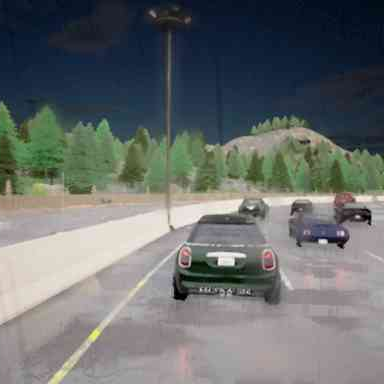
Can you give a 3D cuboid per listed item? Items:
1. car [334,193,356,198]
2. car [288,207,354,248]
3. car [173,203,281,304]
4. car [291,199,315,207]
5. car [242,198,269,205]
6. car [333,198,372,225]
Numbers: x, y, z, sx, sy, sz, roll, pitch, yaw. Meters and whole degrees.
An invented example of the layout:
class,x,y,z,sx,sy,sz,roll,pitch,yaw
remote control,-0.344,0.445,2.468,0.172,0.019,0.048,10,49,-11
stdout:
class,x,y,z,sx,sy,sz,roll,pitch,yaw
car,17.994,1.169,39.181,2.150,2.045,5.566,1,1,28
car,5.370,1.566,14.703,1.895,1.301,4.718,1,0,11
car,0.870,1.311,8.334,2.097,1.767,4.553,1,0,6
car,10.662,1.394,31.958,1.882,1.535,5.008,1,0,22
car,5.053,1.243,26.889,2.097,1.767,4.553,1,0,18
car,11.398,1.449,23.813,1.882,1.535,5.008,1,0,17
